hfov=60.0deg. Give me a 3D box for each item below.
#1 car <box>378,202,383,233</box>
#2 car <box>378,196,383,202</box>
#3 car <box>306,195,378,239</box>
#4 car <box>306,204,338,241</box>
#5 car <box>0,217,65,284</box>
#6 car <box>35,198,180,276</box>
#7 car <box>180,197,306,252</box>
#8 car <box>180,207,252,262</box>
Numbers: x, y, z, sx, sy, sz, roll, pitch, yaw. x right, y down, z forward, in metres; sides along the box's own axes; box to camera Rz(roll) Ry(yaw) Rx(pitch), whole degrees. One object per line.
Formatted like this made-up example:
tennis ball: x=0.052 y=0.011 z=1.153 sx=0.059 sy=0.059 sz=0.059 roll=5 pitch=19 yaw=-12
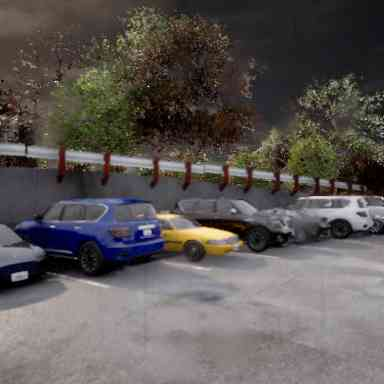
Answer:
car: x=8.934 y=1.517 z=19.357 sx=4.792 sy=1.488 sz=2.163 roll=-1 pitch=-1 yaw=34
car: x=11.391 y=1.236 z=21.119 sx=5.566 sy=2.045 sz=2.435 roll=-1 pitch=-1 yaw=34
car: x=6.420 y=1.237 z=17.639 sx=5.566 sy=2.045 sz=2.435 roll=-1 pitch=-1 yaw=34
car: x=3.988 y=1.488 z=15.847 sx=4.892 sy=1.521 sz=2.231 roll=-1 pitch=-1 yaw=35
car: x=-5.828 y=1.516 z=8.821 sx=4.792 sy=1.488 sz=2.163 roll=-1 pitch=-1 yaw=35
car: x=-3.420 y=1.236 z=10.614 sx=5.566 sy=2.045 sz=2.435 roll=-1 pitch=0 yaw=34
car: x=1.550 y=1.236 z=14.087 sx=5.566 sy=2.045 sz=2.435 roll=-1 pitch=-1 yaw=35
car: x=-0.778 y=1.482 z=12.249 sx=5.366 sy=1.575 sz=1.946 roll=-1 pitch=-1 yaw=34
